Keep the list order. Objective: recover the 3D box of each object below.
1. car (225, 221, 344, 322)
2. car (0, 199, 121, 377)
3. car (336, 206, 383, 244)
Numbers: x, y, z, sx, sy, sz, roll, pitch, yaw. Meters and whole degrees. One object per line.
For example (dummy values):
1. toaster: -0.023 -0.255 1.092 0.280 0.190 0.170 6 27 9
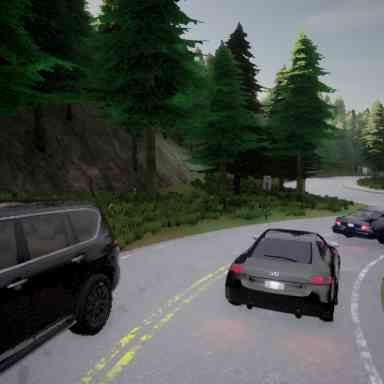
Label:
1. car: 2.226 1.531 7.475 1.994 1.385 4.181 2 2 24
2. car: -2.830 1.162 3.884 2.150 2.045 5.566 0 1 14
3. car: 8.623 1.372 14.990 5.357 1.411 2.033 -1 5 -33
